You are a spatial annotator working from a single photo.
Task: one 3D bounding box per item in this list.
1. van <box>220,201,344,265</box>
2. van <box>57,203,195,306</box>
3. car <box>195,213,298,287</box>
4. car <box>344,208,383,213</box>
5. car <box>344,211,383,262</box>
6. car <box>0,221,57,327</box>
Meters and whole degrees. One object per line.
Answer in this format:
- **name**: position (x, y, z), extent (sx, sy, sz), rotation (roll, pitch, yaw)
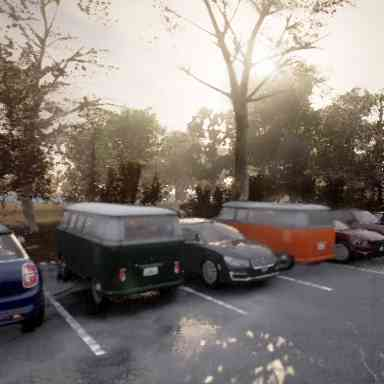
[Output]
- **van**: position (2.545, 1.353, 11.539), extent (1.878, 1.987, 4.442), rotation (1, 0, -35)
- **van**: position (-2.057, 1.289, 8.263), extent (1.878, 1.987, 4.442), rotation (1, 0, -35)
- **car**: position (0.306, 1.548, 9.809), extent (2.231, 1.521, 4.892), rotation (1, 0, -35)
- **car**: position (7.089, 1.517, 14.674), extent (2.185, 1.767, 4.553), rotation (1, 0, -35)
- **car**: position (4.804, 1.610, 13.013), extent (2.097, 1.535, 5.008), rotation (1, 0, -35)
- **car**: position (-4.372, 1.355, 6.431), extent (2.185, 1.767, 4.553), rotation (1, 0, -35)
